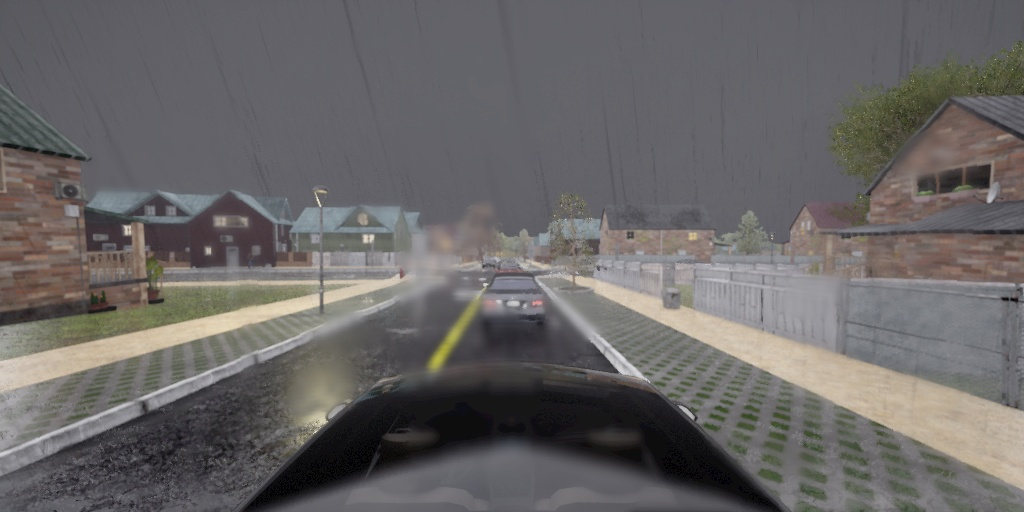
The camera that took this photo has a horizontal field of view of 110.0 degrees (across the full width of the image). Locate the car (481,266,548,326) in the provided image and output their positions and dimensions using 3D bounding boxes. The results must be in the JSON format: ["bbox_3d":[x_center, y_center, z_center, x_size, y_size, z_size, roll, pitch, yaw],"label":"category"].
[{"bbox_3d":[0.056,1.215,11.285,2.033,1.411,5.357,0,0,0],"label":"car"}]

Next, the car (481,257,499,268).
[{"bbox_3d":[-3.051,0.916,48.414,1.837,1.490,4.892,0,0,0],"label":"car"}]

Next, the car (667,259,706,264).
[{"bbox_3d":[17.523,0.996,36.049,4.181,1.385,1.994,0,3,4],"label":"car"}]

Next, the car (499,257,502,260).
[{"bbox_3d":[-3.088,0.876,61.450,1.812,1.442,4.674,0,1,0],"label":"car"}]

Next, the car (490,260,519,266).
[{"bbox_3d":[-0.352,1.153,26.053,1.895,1.301,4.718,0,0,-6],"label":"car"}]

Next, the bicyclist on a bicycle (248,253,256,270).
[{"bbox_3d":[-25.026,0.504,34.540,0.582,1.620,1.656,0,3,-16],"label":"bicyclist on a bicycle"}]
